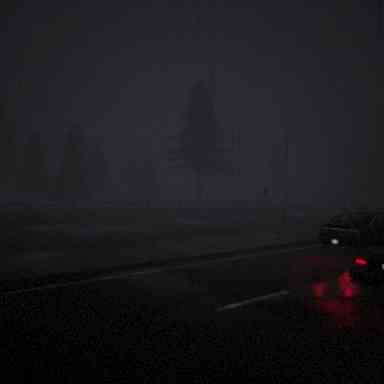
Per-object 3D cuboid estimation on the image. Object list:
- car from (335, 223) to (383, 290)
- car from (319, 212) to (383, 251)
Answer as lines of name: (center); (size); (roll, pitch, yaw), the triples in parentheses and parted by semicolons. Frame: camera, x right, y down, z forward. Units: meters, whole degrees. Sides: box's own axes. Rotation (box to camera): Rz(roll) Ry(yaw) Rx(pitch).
car: (6.014, 1.575, 8.112); (5.357, 1.411, 2.033); (0, 0, -35)
car: (7.001, 1.531, 13.081); (4.902, 1.511, 2.128); (0, 0, -35)
